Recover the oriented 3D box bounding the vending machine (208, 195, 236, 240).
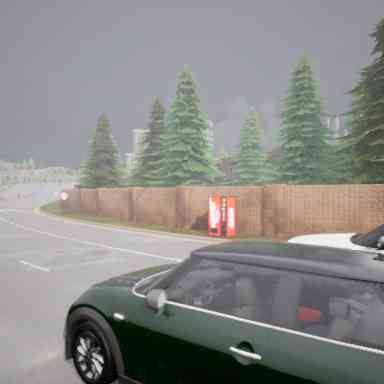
[{"bbox_3d":[1.475,1.195,16.327,0.880,2.100,1.100,0,0,42],"label":"vending machine"}]

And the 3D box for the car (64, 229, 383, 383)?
[{"bbox_3d":[0.573,1.355,3.794,4.553,1.767,2.097,0,0,36],"label":"car"}]

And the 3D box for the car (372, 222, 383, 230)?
[{"bbox_3d":[4.179,1.223,5.396,5.566,2.045,2.150,0,0,36],"label":"car"}]
